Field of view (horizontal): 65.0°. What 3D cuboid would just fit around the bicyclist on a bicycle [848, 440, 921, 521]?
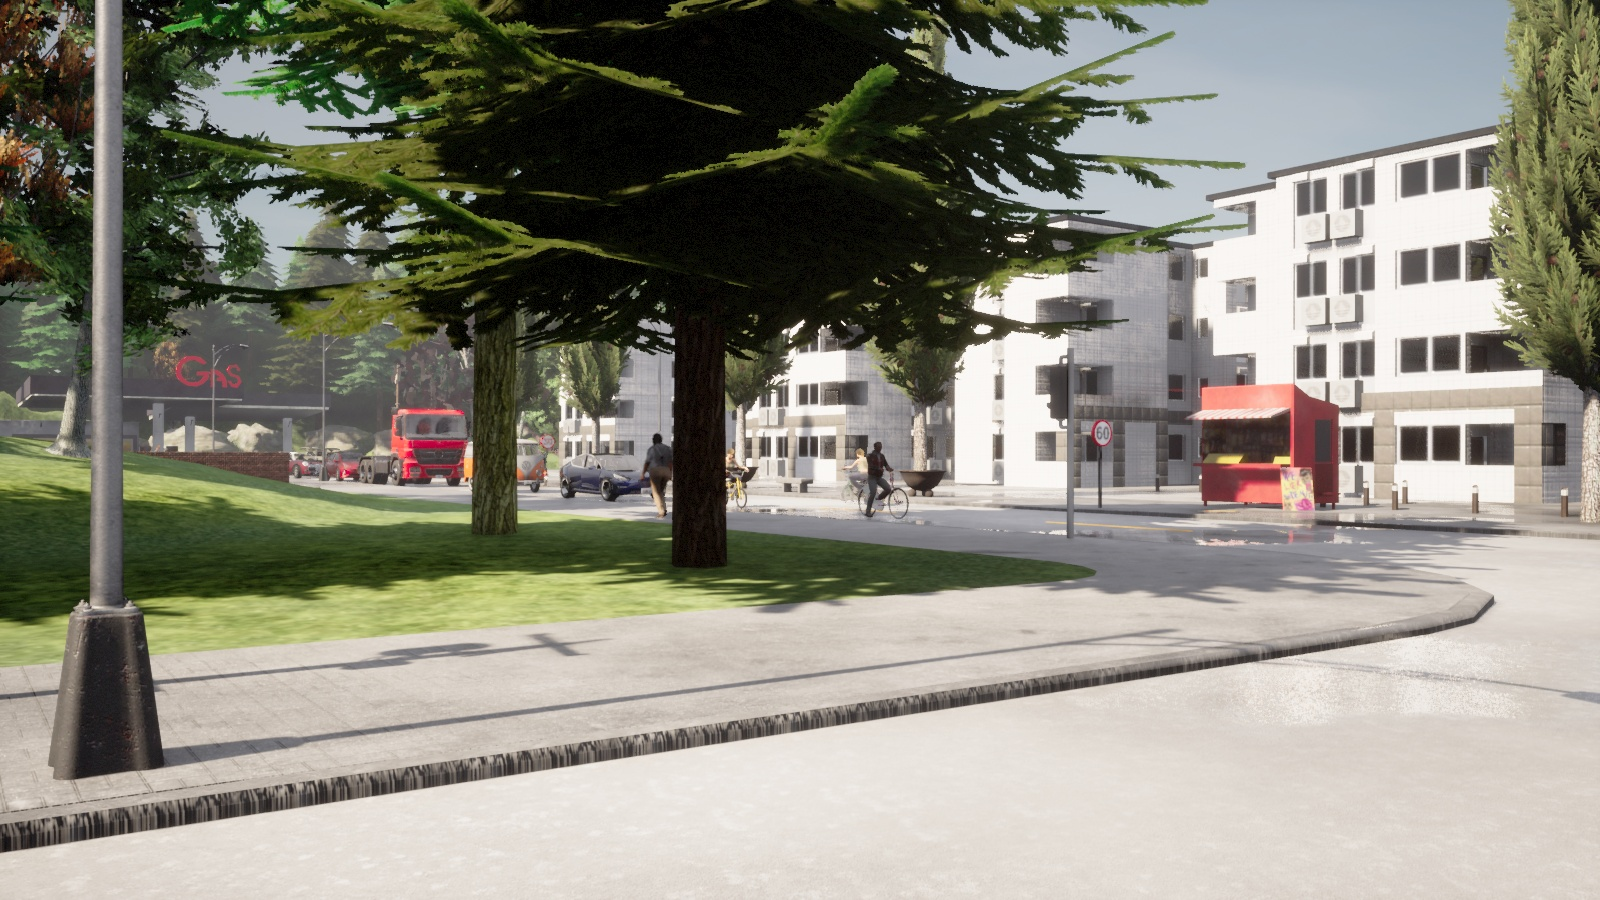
[{"bbox_3d":[1.906,0.681,28.688,0.659,1.776,1.843,0,0,-34],"label":"bicyclist on a bicycle"}]

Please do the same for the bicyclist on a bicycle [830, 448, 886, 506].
[{"bbox_3d":[1.645,0.766,36.035,0.866,1.612,1.509,0,0,-35],"label":"bicyclist on a bicycle"}]

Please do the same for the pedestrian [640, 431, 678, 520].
[{"bbox_3d":[-2.975,0.525,26.451,0.540,1.848,0.694,0,0,-31],"label":"pedestrian"}]

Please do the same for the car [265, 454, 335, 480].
[{"bbox_3d":[-28.525,0.947,71.576,3.806,1.475,1.970,0,0,36],"label":"car"}]

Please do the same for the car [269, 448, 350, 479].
[{"bbox_3d":[-30.231,0.817,77.411,4.605,1.855,1.932,0,-1,24],"label":"car"}]

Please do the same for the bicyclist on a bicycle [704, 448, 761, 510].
[{"bbox_3d":[-1.834,0.768,34.034,0.866,1.612,1.509,0,0,-35],"label":"bicyclist on a bicycle"}]

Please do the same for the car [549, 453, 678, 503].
[{"bbox_3d":[-6.035,0.855,40.067,2.163,1.488,4.792,0,0,-35],"label":"car"}]

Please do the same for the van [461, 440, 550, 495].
[{"bbox_3d":[-11.201,0.638,47.506,1.775,1.987,4.442,0,0,-35],"label":"van"}]

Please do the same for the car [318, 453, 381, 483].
[{"bbox_3d":[-23.367,0.900,65.050,2.007,1.525,4.514,0,0,-35],"label":"car"}]

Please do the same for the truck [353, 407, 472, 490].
[{"bbox_3d":[-17.609,-0.061,56.731,2.891,3.462,7.936,0,0,-35],"label":"truck"}]
